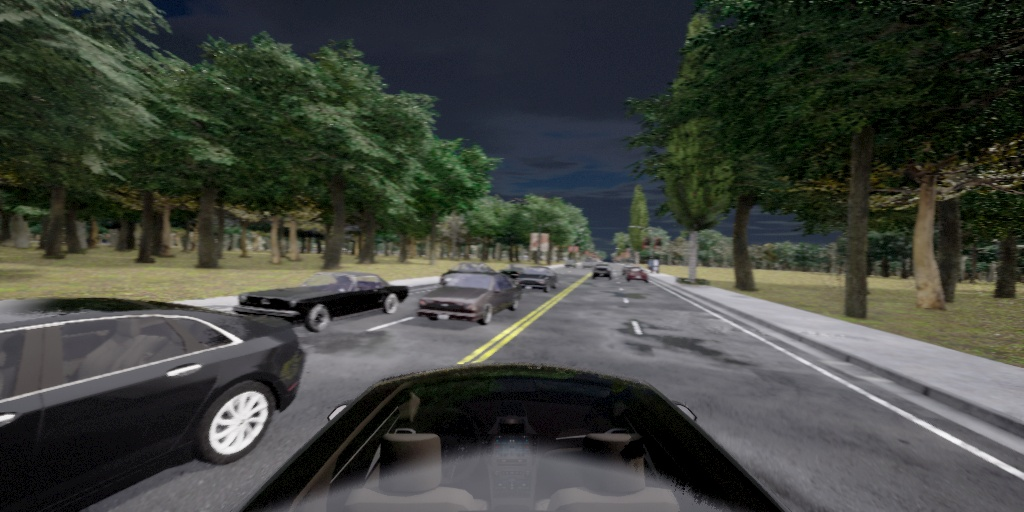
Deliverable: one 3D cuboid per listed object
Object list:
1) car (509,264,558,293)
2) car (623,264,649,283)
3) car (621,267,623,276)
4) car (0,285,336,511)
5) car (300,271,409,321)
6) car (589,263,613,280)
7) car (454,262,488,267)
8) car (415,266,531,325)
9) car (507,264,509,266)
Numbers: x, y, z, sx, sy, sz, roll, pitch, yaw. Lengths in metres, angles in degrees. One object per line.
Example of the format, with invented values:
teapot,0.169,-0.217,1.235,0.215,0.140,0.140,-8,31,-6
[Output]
car,1.615,1.336,21.791,2.033,1.411,5.357,3,0,16
car,12.002,1.759,34.548,1.812,1.442,4.674,3,0,15
car,15.361,1.857,46.927,2.128,1.511,4.902,3,0,16
car,-3.712,1.090,2.211,1.837,1.490,4.892,3,0,15
car,-4.936,1.117,10.113,1.895,1.301,4.718,3,0,15
car,9.198,1.609,36.607,1.837,1.490,4.892,3,0,15
car,-2.308,1.109,19.747,2.128,1.511,4.902,3,0,15
car,-1.072,1.232,11.935,2.033,1.411,5.357,3,0,16
car,0.350,1.323,29.436,1.895,1.301,4.718,3,0,16
